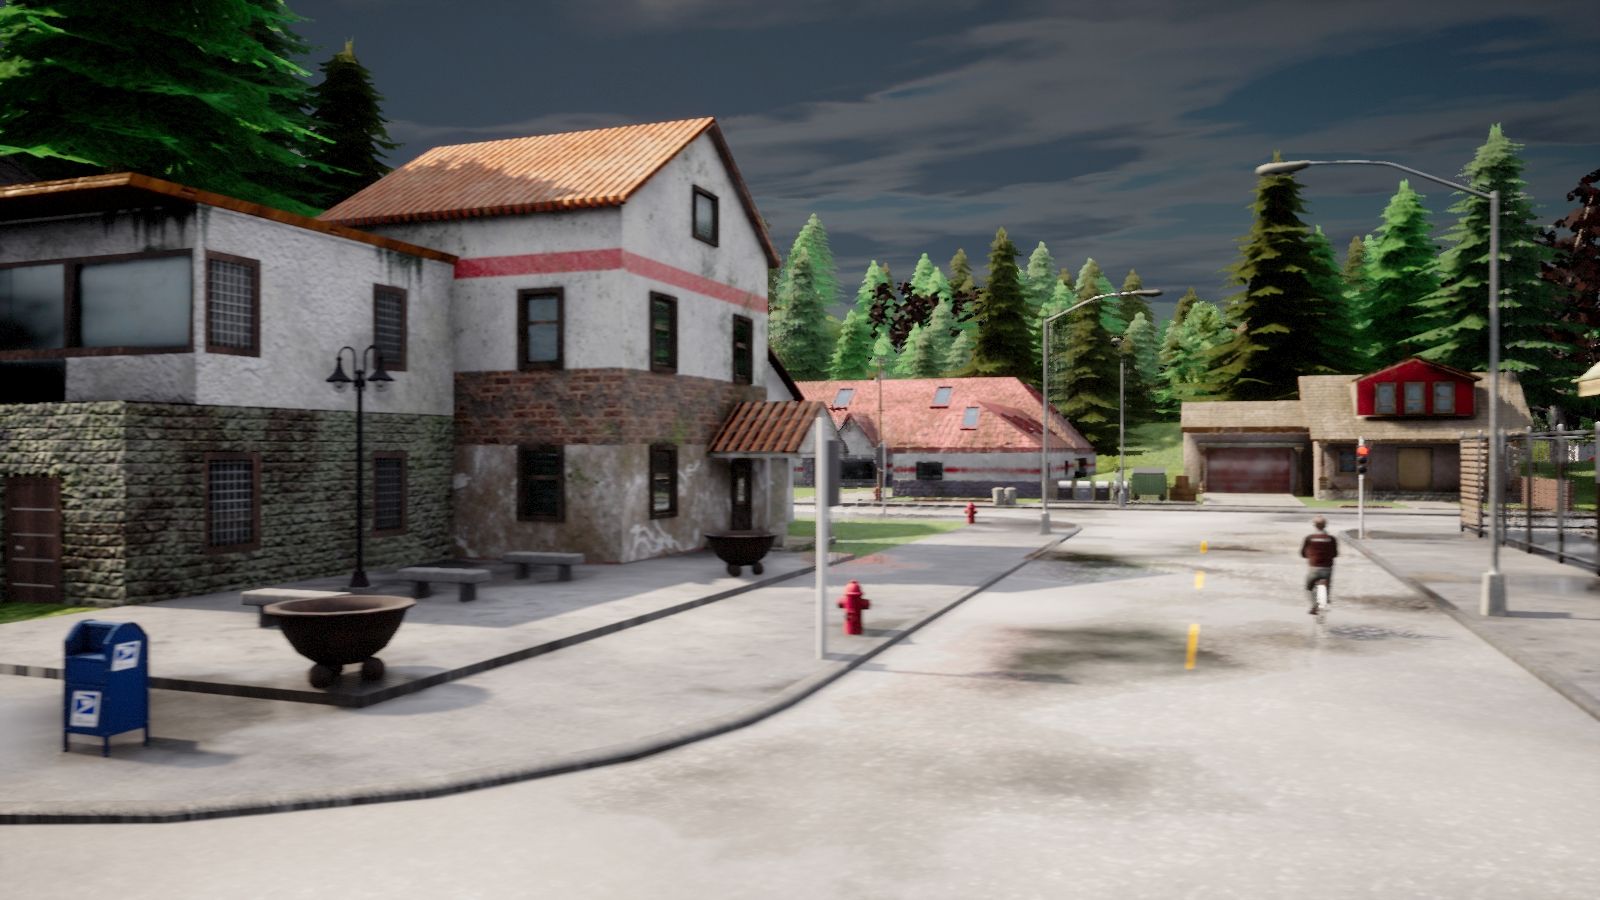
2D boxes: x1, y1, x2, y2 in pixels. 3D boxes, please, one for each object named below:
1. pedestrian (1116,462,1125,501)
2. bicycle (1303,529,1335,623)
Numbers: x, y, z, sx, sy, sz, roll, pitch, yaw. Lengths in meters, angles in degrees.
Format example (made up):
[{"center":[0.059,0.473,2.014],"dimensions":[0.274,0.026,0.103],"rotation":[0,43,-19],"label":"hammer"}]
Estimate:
[{"center":[15.485,1.524,55.149],"dimensions":[0.375,1.860,0.375],"rotation":[0,0,20],"label":"pedestrian"},{"center":[8.134,1.940,17.930],"dimensions":[0.329,1.271,1.835],"rotation":[0,0,21],"label":"bicycle"}]
